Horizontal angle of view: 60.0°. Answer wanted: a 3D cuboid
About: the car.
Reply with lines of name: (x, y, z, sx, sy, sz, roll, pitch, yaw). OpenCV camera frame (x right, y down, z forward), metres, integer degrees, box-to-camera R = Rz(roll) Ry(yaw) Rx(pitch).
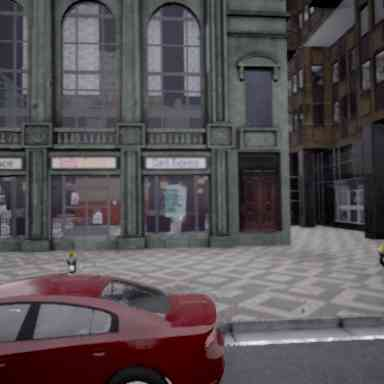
car: (-1.884, 1.697, 3.870, 4.507, 1.381, 1.887, 0, -2, -5)
